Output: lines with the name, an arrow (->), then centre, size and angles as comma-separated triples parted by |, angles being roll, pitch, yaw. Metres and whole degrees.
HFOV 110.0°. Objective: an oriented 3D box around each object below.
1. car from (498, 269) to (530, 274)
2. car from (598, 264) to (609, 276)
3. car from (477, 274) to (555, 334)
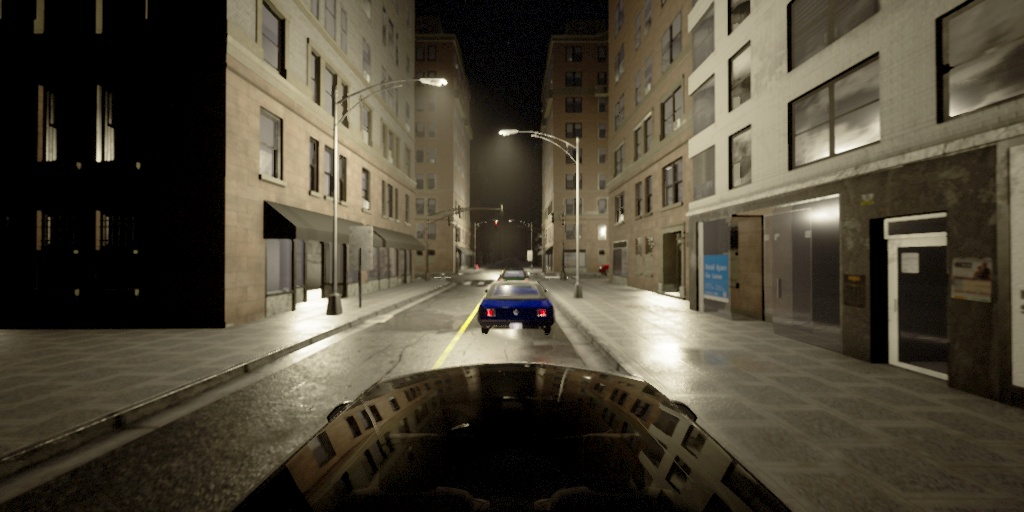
car -> 0.113, 1.408, 20.635 | 1.994, 1.385, 4.181 | 0, 0, 0
car -> 12.299, 1.281, 40.515 | 5.009, 1.841, 2.192 | 0, 0, 0
car -> 0.109, 1.394, 10.746 | 1.895, 1.301, 4.718 | 0, 0, 0
